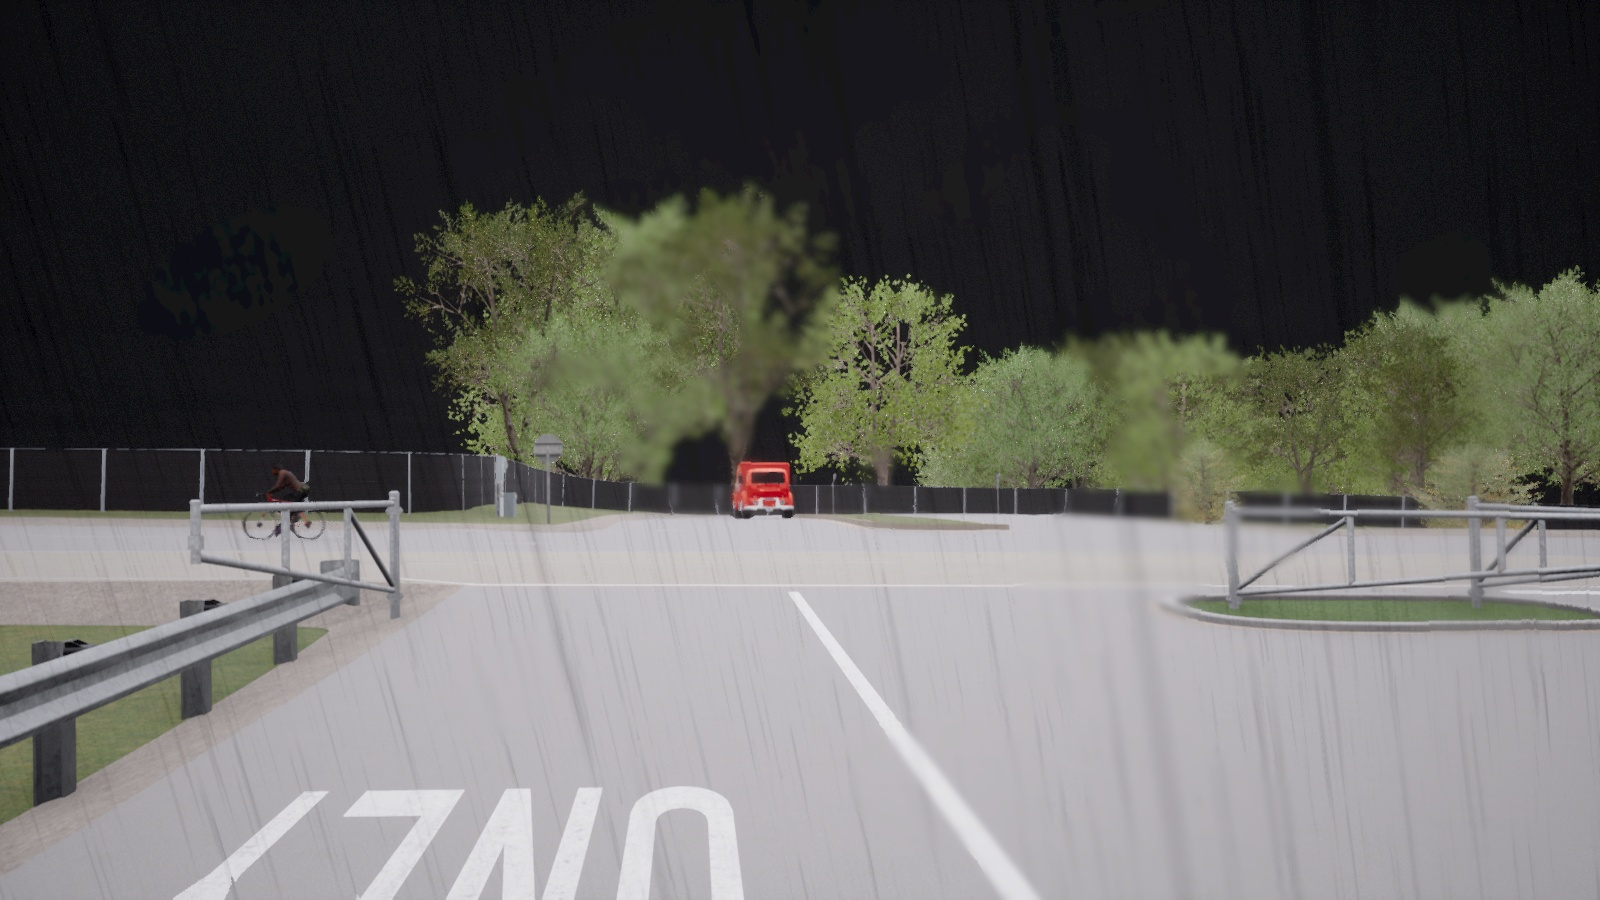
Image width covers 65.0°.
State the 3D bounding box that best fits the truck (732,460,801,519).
[{"bbox_3d":[-1.561,1.808,55.783,2.627,2.467,5.204,-1,-3,-6],"label":"truck"}]

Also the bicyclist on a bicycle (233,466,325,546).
[{"bbox_3d":[-10.824,1.159,26.136,1.656,1.620,0.582,0,-2,-7],"label":"bicyclist on a bicycle"}]
